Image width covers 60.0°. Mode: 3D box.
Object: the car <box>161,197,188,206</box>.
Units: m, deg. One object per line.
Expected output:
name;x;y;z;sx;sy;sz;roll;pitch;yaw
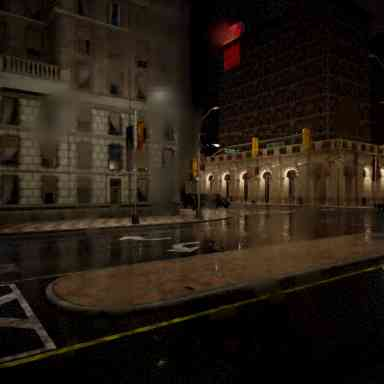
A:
car;-3.041;1.548;57.148;2.033;1.411;5.357;0;0;-34

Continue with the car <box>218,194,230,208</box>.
car;3.086;1.221;48.487;2.150;2.045;5.566;0;0;-36

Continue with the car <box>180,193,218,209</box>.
car;0.597;1.221;45.948;2.150;2.045;5.566;0;0;-35

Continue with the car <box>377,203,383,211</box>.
car;24.328;1.601;38.813;4.718;1.301;1.895;0;0;0
